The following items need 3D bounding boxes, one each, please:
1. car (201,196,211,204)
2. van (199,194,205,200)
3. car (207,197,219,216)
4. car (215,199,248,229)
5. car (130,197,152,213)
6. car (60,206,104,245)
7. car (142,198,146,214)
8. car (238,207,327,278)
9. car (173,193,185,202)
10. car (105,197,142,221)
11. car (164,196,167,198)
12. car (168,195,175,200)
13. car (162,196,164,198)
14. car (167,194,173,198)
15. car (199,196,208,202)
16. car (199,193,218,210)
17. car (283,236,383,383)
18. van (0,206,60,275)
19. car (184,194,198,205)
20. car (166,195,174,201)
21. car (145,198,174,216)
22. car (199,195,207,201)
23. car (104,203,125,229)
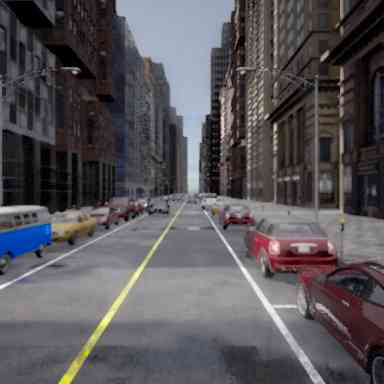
[{"bbox_3d":[2.751,1.593,66.152,1.947,1.339,4.313,0,0,0],"label":"car"},{"bbox_3d":[2.746,1.394,94.160,1.690,1.788,3.998,0,0,0],"label":"van"},{"bbox_3d":[2.756,1.532,32.712,1.752,1.417,4.829,0,0,0],"label":"car"},{"bbox_3d":[2.757,1.444,21.338,1.967,1.590,4.097,0,0,0],"label":"car"},{"bbox_3d":[-5.771,1.448,38.128,1.967,1.590,4.097,0,0,0],"label":"car"},{"bbox_3d":[-5.767,1.528,15.550,1.752,1.417,4.829,0,0,0],"label":"car"},{"bbox_3d":[-5.769,1.588,32.527,1.802,1.307,4.206,0,0,0],"label":"car"},{"bbox_3d":[2.759,1.441,10.135,1.967,1.590,4.097,0,0,0],"label":"car"},{"bbox_3d":[-3.011,1.337,73.139,2.097,1.767,4.553,0,0,0],"label":"car"},{"bbox_3d":[-5.769,1.320,26.925,2.192,1.841,5.009,0,0,0],"label":"car"},{"bbox_3d":[-5.773,1.584,54.934,1.947,1.339,4.313,0,0,0],"label":"car"},{"bbox_3d":[-5.779,1.598,94.149,1.887,1.381,4.507,0,0,0],"label":"car"},{"bbox_3d":[-5.772,1.580,49.333,1.947,1.339,4.313,0,0,0],"label":"car"},{"bbox_3d":[-5.776,1.577,71.741,1.887,1.381,4.507,0,0,0],"label":"car"},{"bbox_3d":[2.749,1.603,77.355,1.947,1.339,4.313,0,0,0],"label":"car"},{"bbox_3d":[2.388,1.231,44.112,2.150,2.045,5.566,0,0,0],"label":"car"},{"bbox_3d":[2.760,1.582,4.534,1.802,1.307,4.206,0,0,0],"label":"car"},{"bbox_3d":[-5.766,1.342,10.118,1.690,1.788,3.998,0,0,0],"label":"van"},{"bbox_3d":[-0.008,1.570,61.342,2.033,1.411,5.357,0,0,0],"label":"car"},{"bbox_3d":[-5.779,1.488,88.548,1.967,1.590,4.097,0,0,0],"label":"car"},{"bbox_3d":[-3.100,1.570,32.415,1.994,1.385,4.181,0,0,0],"label":"car"},{"bbox_3d":[2.747,1.483,82.957,1.967,1.590,4.097,0,0,0],"label":"car"},{"bbox_3d":[-5.767,1.585,21.322,1.802,1.307,4.206,0,0,0],"label":"car"}]
